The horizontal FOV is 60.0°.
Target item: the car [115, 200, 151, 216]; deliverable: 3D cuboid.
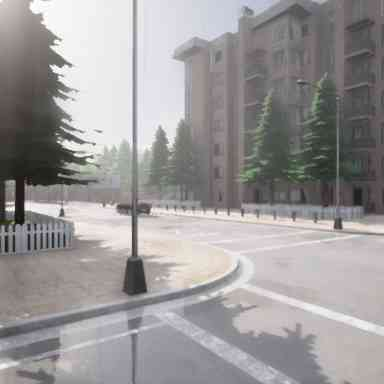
[{"bbox_3d":[-5.872,1.507,32.734,1.882,1.535,5.008,0,0,-36],"label":"car"}]
